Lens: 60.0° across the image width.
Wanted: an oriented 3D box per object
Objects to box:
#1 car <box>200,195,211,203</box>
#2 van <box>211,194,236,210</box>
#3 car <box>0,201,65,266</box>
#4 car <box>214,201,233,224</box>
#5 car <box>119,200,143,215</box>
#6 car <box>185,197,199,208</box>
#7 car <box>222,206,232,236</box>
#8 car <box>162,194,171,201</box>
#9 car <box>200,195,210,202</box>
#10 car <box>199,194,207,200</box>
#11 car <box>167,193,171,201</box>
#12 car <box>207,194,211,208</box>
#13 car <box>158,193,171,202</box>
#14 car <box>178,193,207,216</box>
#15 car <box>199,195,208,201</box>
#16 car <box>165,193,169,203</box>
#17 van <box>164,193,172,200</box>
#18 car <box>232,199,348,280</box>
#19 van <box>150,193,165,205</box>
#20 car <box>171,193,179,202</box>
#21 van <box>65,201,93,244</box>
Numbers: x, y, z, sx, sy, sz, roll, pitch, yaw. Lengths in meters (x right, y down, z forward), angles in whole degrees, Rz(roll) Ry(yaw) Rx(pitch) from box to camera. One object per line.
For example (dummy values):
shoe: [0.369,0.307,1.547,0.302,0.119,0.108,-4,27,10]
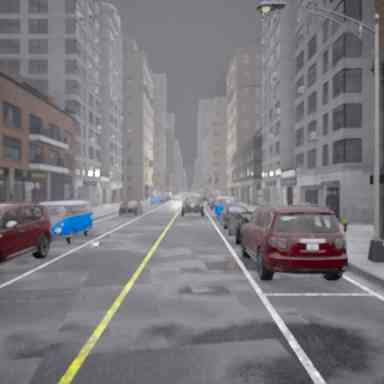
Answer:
car: [2.696,1.332,65.608,2.008,1.369,4.403,0,0,0]
van: [2.681,1.271,26.512,1.690,1.788,3.998,0,0,0]
car: [-5.852,1.293,9.745,2.192,1.841,5.009,0,0,0]
car: [2.678,1.499,20.927,2.008,1.369,4.403,0,0,0]
car: [-5.843,1.455,32.090,1.887,1.381,4.507,0,0,0]
car: [0.073,1.386,45.520,1.812,1.442,4.674,0,0,0]
car: [2.676,1.531,15.341,1.947,1.339,4.313,0,0,0]
car: [-5.825,1.280,76.778,1.887,1.381,4.507,0,0,0]
car: [2.698,1.325,71.192,1.947,1.339,4.313,0,0,0]
car: [2.702,1.295,82.362,1.802,1.307,4.206,0,0,0]
car: [-5.830,1.347,65.606,1.947,1.339,4.313,0,0,0]
car: [3.162,1.380,41.410,1.837,1.490,4.892,0,0,0]
car: [-5.826,1.074,71.190,2.192,1.841,5.009,0,0,0]
car: [0.074,1.264,31.515,2.097,1.767,4.553,0,0,0]
car: [2.700,1.302,76.777,1.947,1.339,4.313,0,0,0]
car: [-5.832,1.370,60.019,1.947,1.339,4.313,0,0,0]
van: [-5.822,1.054,82.362,1.690,1.788,3.998,0,0,0]
car: [2.673,1.294,9.756,2.192,1.841,5.009,0,0,0]
van: [-5.834,1.167,54.433,1.690,1.788,3.998,0,0,0]
car: [-2.973,1.288,68.819,1.812,1.442,4.674,0,0,0]
van: [-5.850,1.305,15.330,1.690,1.788,3.998,0,0,0]
